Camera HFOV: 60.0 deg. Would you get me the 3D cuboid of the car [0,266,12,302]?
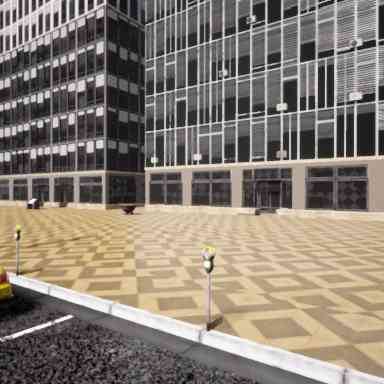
[{"bbox_3d":[-5.565,1.525,6.835,4.829,1.417,1.752,0,0,35],"label":"car"}]
